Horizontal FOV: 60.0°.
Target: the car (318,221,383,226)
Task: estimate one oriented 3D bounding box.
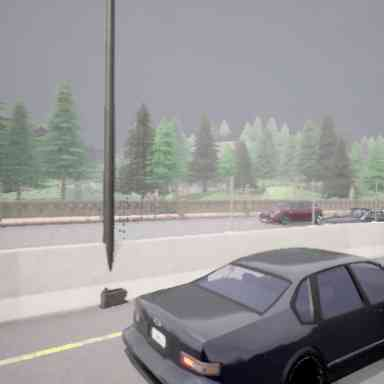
[{"bbox_3d":[8.479,1.527,16.630,4.902,1.511,2.128,0,0,-25],"label":"car"}]

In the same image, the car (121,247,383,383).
[{"bbox_3d":[1.774,1.550,4.769,5.357,1.411,2.033,0,0,-33],"label":"car"}]
